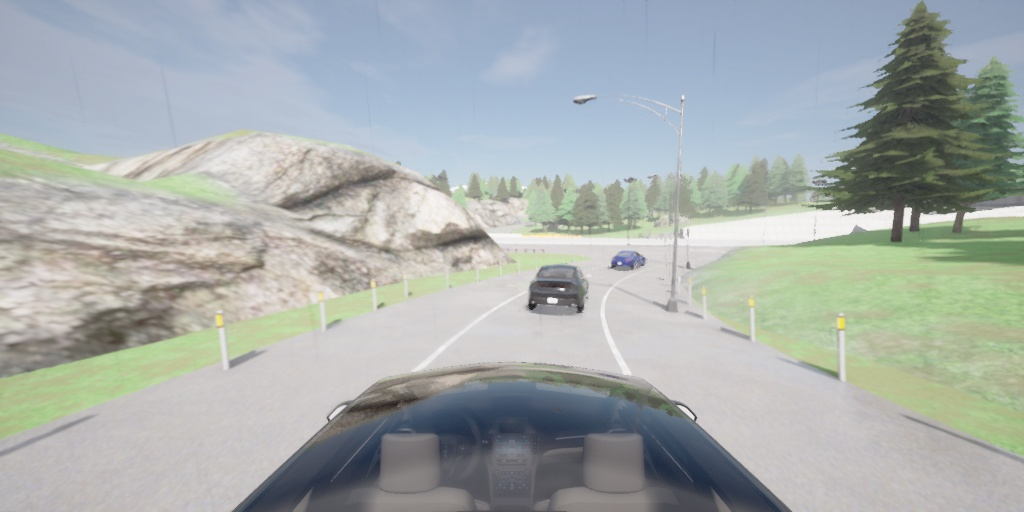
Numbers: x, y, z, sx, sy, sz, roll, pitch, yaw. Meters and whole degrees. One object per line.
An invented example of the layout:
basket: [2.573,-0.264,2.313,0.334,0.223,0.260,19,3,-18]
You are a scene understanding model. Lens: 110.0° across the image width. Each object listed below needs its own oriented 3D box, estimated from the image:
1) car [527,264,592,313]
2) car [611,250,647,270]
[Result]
car: [1.831,1.041,13.252,1.837,1.490,4.892,1,2,14]
car: [9.568,0.254,29.298,1.812,1.442,4.674,4,6,35]
